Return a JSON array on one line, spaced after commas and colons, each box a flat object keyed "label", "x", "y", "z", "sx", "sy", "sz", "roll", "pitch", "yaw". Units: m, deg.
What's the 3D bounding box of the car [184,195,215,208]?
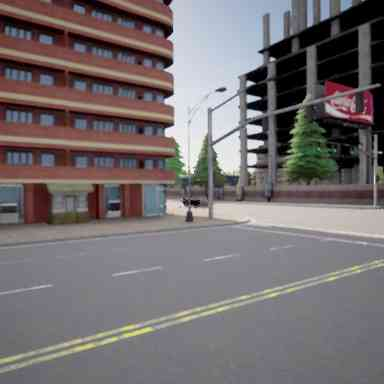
[{"label": "car", "x": 0.843, "y": 1.153, "z": 40.745, "sx": 2.128, "sy": 1.511, "sz": 4.902, "roll": -1, "pitch": 0, "yaw": -35}]
